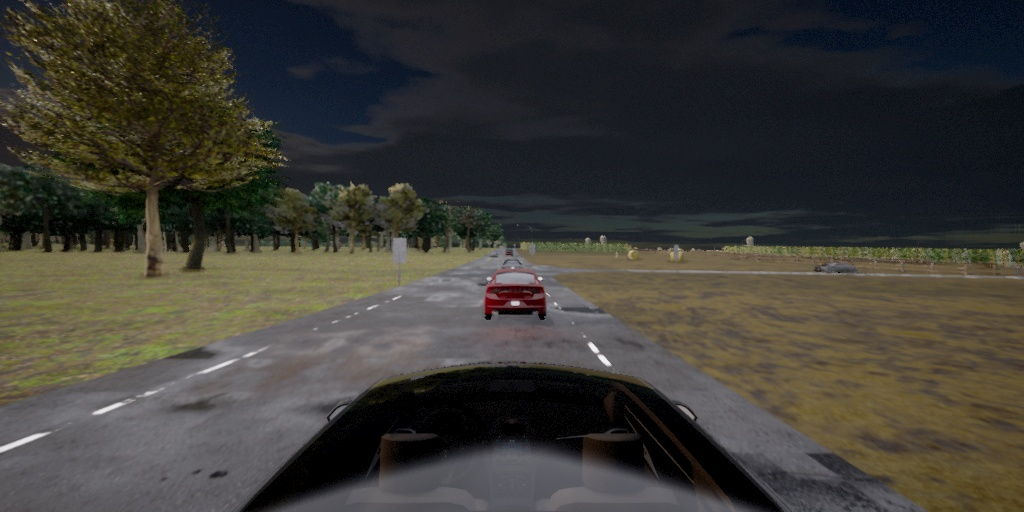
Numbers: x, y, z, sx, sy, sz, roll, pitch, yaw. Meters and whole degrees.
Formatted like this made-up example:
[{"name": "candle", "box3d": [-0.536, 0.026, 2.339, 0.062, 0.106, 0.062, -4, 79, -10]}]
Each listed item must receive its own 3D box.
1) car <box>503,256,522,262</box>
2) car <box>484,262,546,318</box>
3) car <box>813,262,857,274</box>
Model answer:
[{"name": "car", "box3d": [0.025, 0.957, 33.517, 1.994, 1.385, 4.181, 0, 1, -1]}, {"name": "car", "box3d": [0.097, 1.171, 12.691, 1.882, 1.535, 5.008, 0, 1, 0]}, {"name": "car", "box3d": [38.947, 1.437, 43.294, 4.181, 1.385, 1.994, 1, 0, 0]}]
